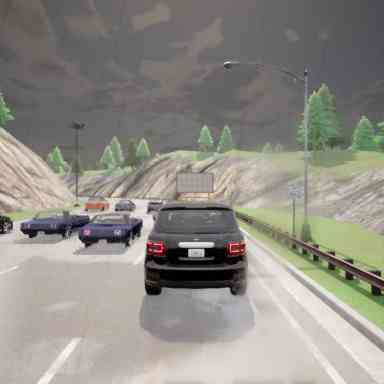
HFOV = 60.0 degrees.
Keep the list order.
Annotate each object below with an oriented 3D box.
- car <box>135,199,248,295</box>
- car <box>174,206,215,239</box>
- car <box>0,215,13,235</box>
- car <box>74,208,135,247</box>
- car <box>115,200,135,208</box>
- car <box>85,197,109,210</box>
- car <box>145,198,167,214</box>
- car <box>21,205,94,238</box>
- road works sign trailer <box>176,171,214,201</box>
[{"bbox_3d":[0.088,1.221,8.840,2.150,2.045,5.566,0,0,0],"label":"car"},{"bbox_3d":[0.112,1.559,18.066,1.994,1.385,4.181,0,0,0],"label":"car"},{"bbox_3d":[-10.417,1.491,15.730,2.128,1.511,4.902,0,0,0],"label":"car"},{"bbox_3d":[-3.418,1.600,14.939,1.895,1.301,4.718,0,0,0],"label":"car"},{"bbox_3d":[-7.398,1.548,36.924,2.033,1.411,5.357,0,0,-4],"label":"car"},{"bbox_3d":[-11.103,1.353,39.210,2.097,1.767,4.553,0,0,-5],"label":"car"},{"bbox_3d":[-3.890,1.493,36.671,2.128,1.511,4.902,0,0,-4],"label":"car"},{"bbox_3d":[-6.922,1.601,17.482,1.895,1.301,4.718,0,0,0],"label":"car"},{"bbox_3d":[0.188,0.464,21.562,2.380,3.560,2.880,0,0,0],"label":"road works sign trailer"}]
